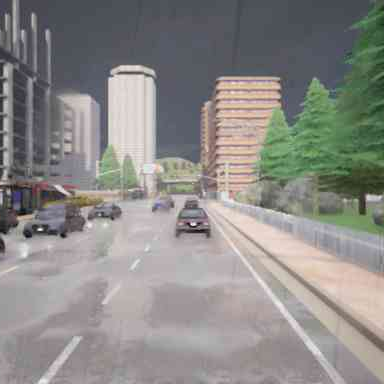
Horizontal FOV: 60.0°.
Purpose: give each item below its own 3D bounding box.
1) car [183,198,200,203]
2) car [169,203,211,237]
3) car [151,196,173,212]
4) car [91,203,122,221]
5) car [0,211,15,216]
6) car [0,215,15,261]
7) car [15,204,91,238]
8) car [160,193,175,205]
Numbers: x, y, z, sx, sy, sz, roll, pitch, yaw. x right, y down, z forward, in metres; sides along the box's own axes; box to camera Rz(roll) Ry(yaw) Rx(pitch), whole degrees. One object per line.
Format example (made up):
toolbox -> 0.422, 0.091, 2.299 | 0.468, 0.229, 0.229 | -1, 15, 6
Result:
car -> -0.056, 1.525, 43.803 | 1.837, 1.490, 4.892 | 0, 0, 0
car -> 0.055, 1.556, 18.149 | 2.033, 1.411, 5.357 | 0, 0, 0
car -> -3.489, 1.544, 38.248 | 1.812, 1.442, 4.674 | 0, 0, 0
car -> -7.104, 1.580, 27.572 | 1.994, 1.385, 4.181 | 0, 0, 0
car -> -10.632, 1.561, 16.400 | 2.033, 1.411, 5.357 | 0, 0, 0
car -> -7.118, 1.572, 9.248 | 1.994, 1.385, 4.181 | 0, 0, 0
car -> -7.129, 1.576, 17.615 | 1.994, 1.385, 4.181 | 0, 0, 0
car -> -3.614, 1.374, 48.032 | 2.097, 1.767, 4.553 | 0, 0, 0
